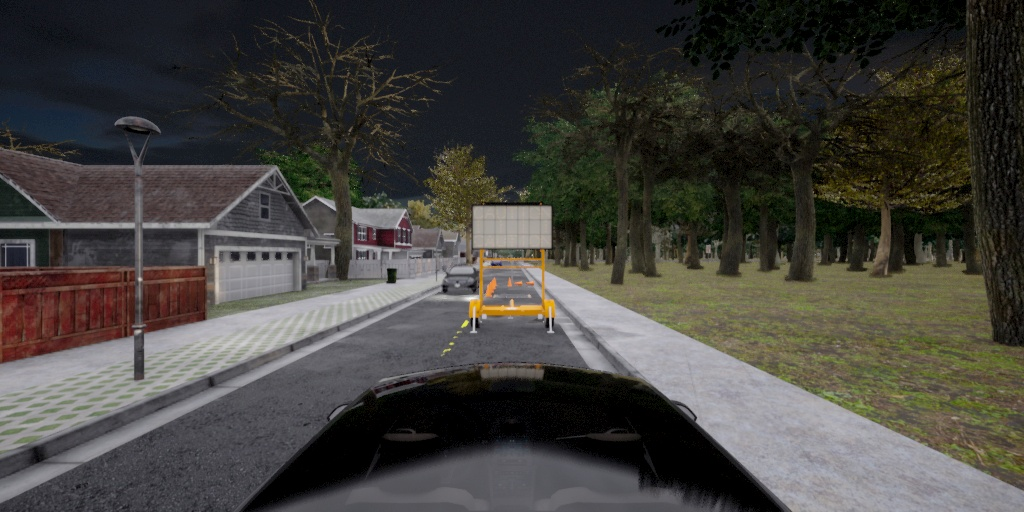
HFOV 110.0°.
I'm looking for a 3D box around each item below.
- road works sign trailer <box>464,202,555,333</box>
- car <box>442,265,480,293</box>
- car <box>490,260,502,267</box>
[{"bbox_3d":[0.009,0.214,10.705,2.380,3.560,2.880,0,0,0],"label":"road works sign trailer"},{"bbox_3d":[-2.834,1.277,20.934,1.812,1.442,4.674,0,0,0],"label":"car"},{"bbox_3d":[-2.763,1.253,63.366,1.882,1.535,5.008,0,0,0],"label":"car"}]
